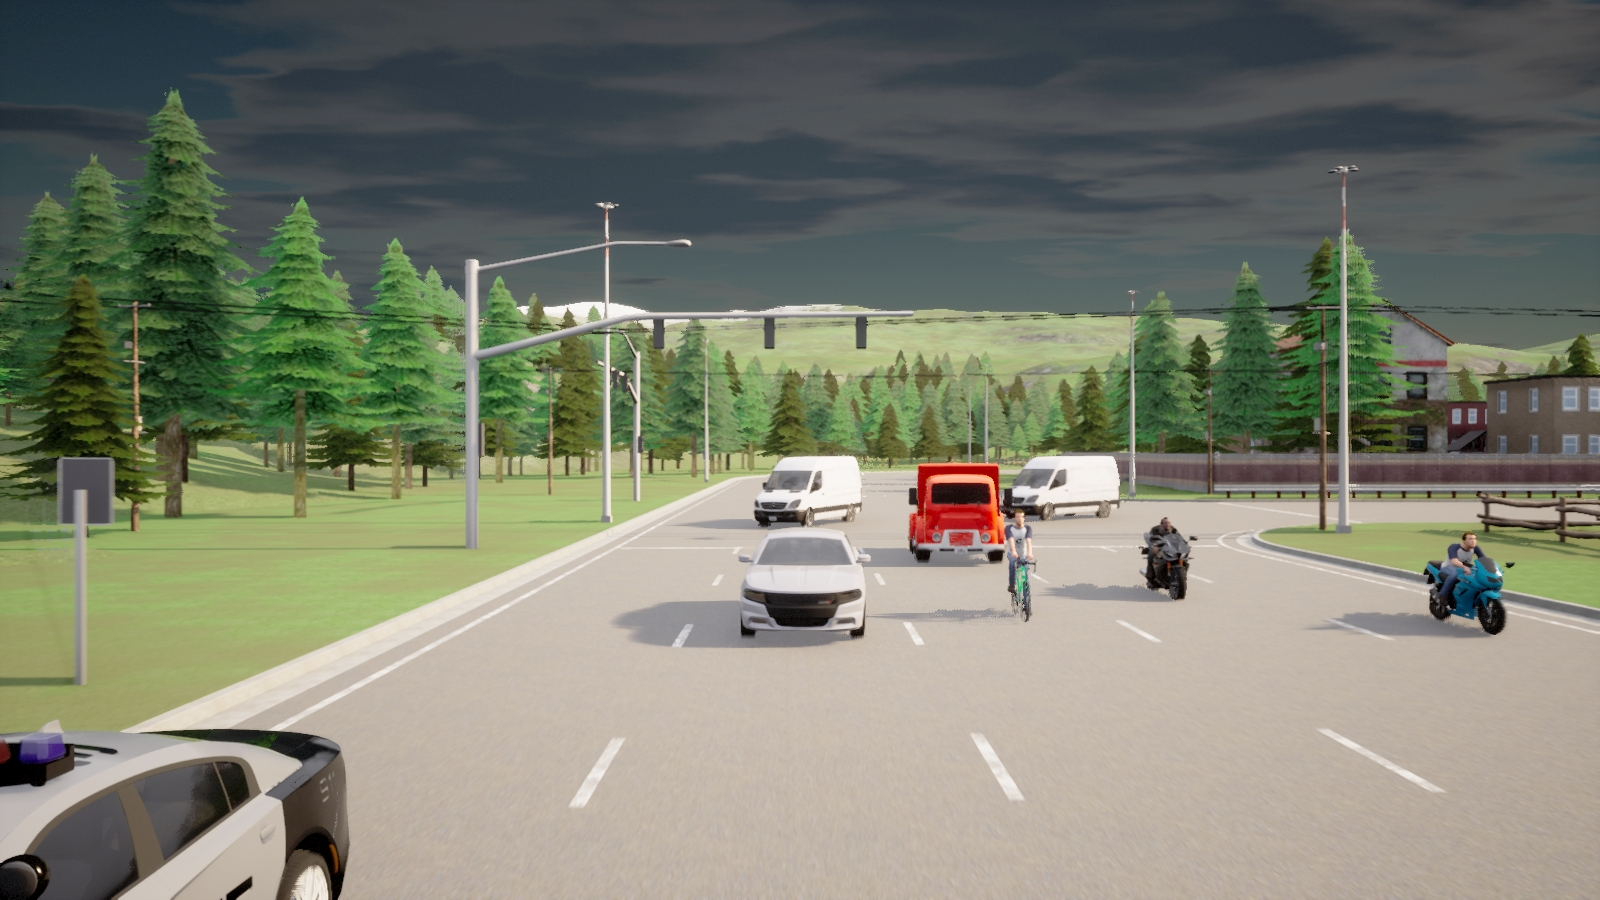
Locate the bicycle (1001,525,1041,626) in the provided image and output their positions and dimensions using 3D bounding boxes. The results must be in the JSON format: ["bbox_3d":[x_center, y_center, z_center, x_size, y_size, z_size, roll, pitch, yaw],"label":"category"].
[{"bbox_3d":[3.679,2.056,19.090,0.373,1.496,1.643,0,0,1],"label":"bicycle"}]

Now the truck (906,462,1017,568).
[{"bbox_3d":[4.101,1.570,29.841,2.627,2.467,5.204,0,0,6],"label":"truck"}]

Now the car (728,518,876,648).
[{"bbox_3d":[0.086,2.034,18.649,2.097,1.535,5.006,0,0,1],"label":"car"}]

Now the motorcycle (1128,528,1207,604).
[{"bbox_3d":[7.065,2.205,22.094,0.867,1.251,2.209,0,0,1],"label":"motorcycle"}]

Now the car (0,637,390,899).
[{"bbox_3d":[-3.609,1.982,4.502,2.097,1.638,5.238,0,0,0],"label":"car"}]

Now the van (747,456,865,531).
[{"bbox_3d":[0.345,1.534,42.808,1.988,2.561,5.915,-1,0,26],"label":"van"}]

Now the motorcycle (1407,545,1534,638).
[{"bbox_3d":[10.506,2.186,17.994,0.803,1.199,2.033,0,0,0],"label":"motorcycle"}]

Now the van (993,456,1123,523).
[{"bbox_3d":[10.553,1.534,46.466,5.915,2.561,1.988,0,-1,-40],"label":"van"}]
